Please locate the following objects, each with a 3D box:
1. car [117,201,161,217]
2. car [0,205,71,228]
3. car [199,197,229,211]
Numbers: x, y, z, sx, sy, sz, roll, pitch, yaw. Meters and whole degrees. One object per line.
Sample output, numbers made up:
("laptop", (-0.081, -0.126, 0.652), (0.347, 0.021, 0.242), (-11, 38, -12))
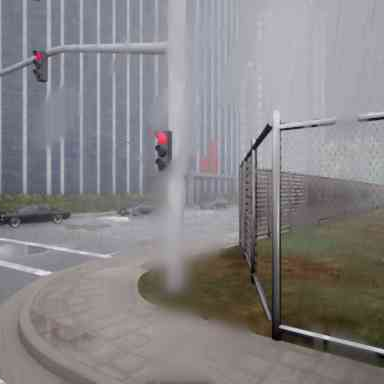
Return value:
("car", (-4.766, 1.507, 30.207), (1.994, 1.385, 4.181), (0, 0, 36))
("car", (-10.612, 1.545, 22.065), (1.895, 1.301, 4.718), (0, 0, 36))
("car", (2.774, 1.445, 40.688), (1.837, 1.490, 4.892), (0, 1, 36))
